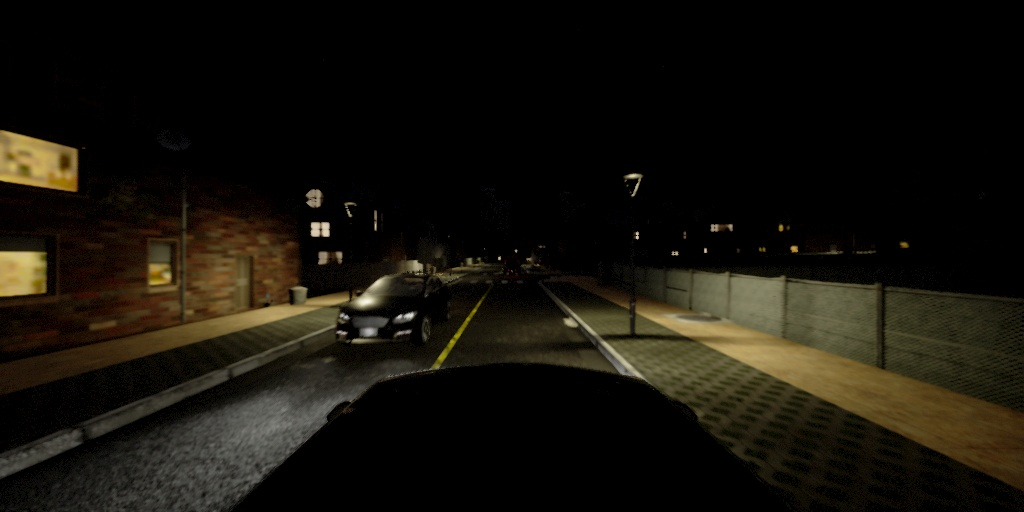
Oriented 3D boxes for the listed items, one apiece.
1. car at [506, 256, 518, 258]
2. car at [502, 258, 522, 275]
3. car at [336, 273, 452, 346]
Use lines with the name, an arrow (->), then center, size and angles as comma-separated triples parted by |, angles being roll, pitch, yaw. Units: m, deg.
car -> 0.022, 0.969, 48.983 | 2.150, 2.045, 5.566 | 0, 0, 0
car -> 0.011, 1.248, 38.179 | 1.837, 1.490, 4.892 | 0, 0, 0
car -> -2.821, 1.240, 9.534 | 2.128, 1.511, 4.902 | 0, 0, 0
